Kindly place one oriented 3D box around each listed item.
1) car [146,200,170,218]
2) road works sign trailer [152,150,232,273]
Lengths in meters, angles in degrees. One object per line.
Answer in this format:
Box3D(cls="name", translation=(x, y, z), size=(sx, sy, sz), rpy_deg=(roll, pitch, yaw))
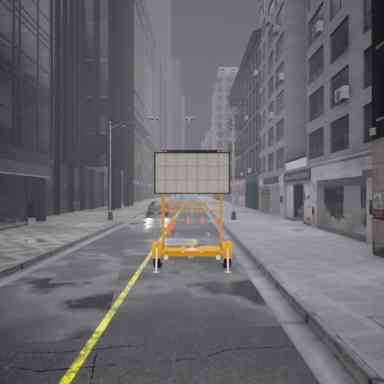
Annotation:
Box3D(cls="car", translation=(-3.070, 1.523, 30.659), size=(1.812, 1.442, 4.674), rpy_deg=(0, 0, 0))
Box3D(cls="road works sign trailer", translation=(0.005, 0.464, 10.635), size=(2.380, 3.560, 2.880), rpy_deg=(0, 0, 0))
